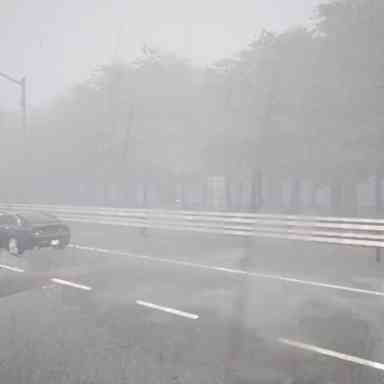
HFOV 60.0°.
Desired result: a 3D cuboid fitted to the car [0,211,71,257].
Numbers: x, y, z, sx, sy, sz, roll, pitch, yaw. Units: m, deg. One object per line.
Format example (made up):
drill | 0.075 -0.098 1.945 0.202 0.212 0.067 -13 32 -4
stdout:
car | -6.736 1.509 12.971 4.892 1.490 1.837 0 0 35
